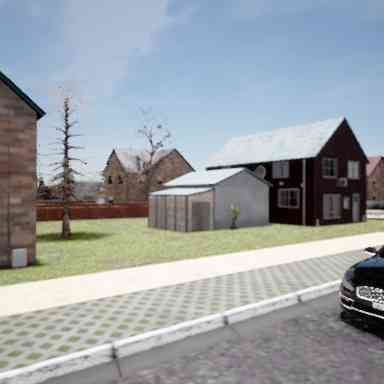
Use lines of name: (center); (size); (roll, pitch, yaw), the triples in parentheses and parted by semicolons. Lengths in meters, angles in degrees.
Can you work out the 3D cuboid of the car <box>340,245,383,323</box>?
car: (4.862, 1.514, 6.552); (4.892, 1.490, 1.837); (0, 0, -36)
